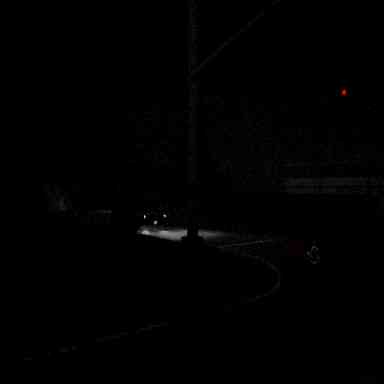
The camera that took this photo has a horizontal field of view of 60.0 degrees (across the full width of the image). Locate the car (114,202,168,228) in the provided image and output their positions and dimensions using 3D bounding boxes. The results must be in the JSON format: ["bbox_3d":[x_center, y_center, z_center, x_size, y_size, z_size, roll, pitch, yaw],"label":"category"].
[{"bbox_3d":[-3.586,1.601,22.534,1.895,1.301,4.718,0,0,-37],"label":"car"}]

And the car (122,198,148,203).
[{"bbox_3d":[-7.614,1.477,41.660,1.882,1.535,5.008,-1,0,36],"label":"car"}]

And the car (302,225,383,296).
[{"bbox_3d":[4.745,1.601,8.817,1.895,1.301,4.718,0,0,-5],"label":"car"}]
